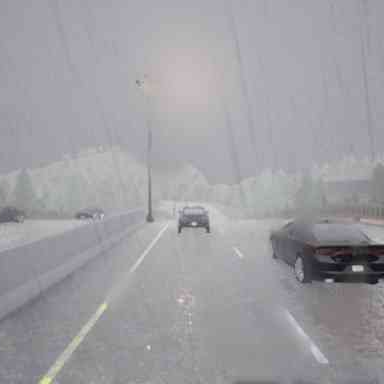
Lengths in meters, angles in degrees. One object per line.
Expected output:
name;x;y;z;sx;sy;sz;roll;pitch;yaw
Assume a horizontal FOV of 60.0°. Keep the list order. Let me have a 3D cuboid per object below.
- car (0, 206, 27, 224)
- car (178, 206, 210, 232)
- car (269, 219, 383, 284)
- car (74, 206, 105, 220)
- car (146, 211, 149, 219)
car;-14.088;1.698;24.224;2.033;1.411;5.357;0;-1;0
car;0.110;1.606;20.608;1.812;1.442;4.674;0;-1;0
car;3.605;1.509;9.695;1.882;1.535;5.008;0;0;0
car;-10.574;2.183;34.782;2.033;1.411;5.357;0;-4;0
car;-7.051;3.329;47.068;1.895;1.301;4.718;0;-6;0
